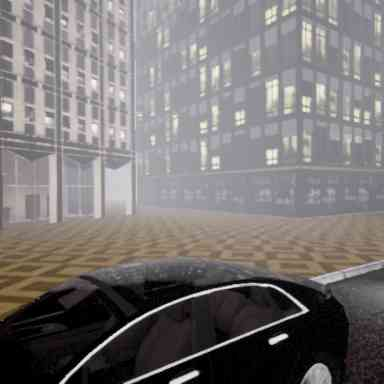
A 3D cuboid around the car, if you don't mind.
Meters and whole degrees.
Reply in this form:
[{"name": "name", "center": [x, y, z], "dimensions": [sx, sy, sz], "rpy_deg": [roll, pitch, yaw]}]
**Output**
[{"name": "car", "center": [-0.507, 1.486, 3.022], "dimensions": [4.892, 1.490, 1.837], "rpy_deg": [0, 0, -35]}]
